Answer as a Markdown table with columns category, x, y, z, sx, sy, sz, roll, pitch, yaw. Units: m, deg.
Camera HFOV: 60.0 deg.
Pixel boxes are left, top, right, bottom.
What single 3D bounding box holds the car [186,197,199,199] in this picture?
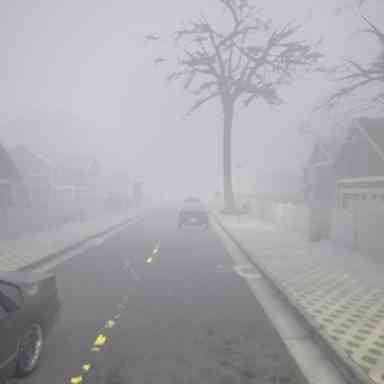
| category | x | y | z | sx | sy | sz | roll | pitch | yaw |
| --- | --- | --- | --- | --- | --- | --- | --- | --- | --- |
| car | 0.094 | 1.270 | 35.146 | 2.097 | 1.767 | 4.553 | 0 | 0 | 0 |

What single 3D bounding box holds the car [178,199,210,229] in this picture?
| category | x | y | z | sx | sy | sz | roll | pitch | yaw |
| --- | --- | --- | --- | --- | --- | --- | --- | --- | --- |
| car | 0.097 | 1.429 | 21.312 | 1.882 | 1.535 | 5.008 | 0 | 0 | 0 |

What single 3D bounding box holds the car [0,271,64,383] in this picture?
| category | x | y | z | sx | sy | sz | roll | pitch | yaw |
| --- | --- | --- | --- | --- | --- | --- | --- | --- | --- |
| car | -2.855 | 1.541 | 2.749 | 2.033 | 1.411 | 5.357 | 0 | 0 | 0 |
